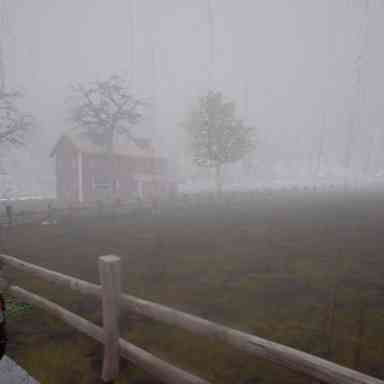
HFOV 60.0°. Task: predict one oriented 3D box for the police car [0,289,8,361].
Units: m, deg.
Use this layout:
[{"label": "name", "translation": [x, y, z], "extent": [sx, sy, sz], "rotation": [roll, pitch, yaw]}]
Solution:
[{"label": "police car", "translation": [-4.522, 1.474, 4.907], "extent": [5.238, 1.638, 1.930], "rotation": [-1, 1, 42]}]
